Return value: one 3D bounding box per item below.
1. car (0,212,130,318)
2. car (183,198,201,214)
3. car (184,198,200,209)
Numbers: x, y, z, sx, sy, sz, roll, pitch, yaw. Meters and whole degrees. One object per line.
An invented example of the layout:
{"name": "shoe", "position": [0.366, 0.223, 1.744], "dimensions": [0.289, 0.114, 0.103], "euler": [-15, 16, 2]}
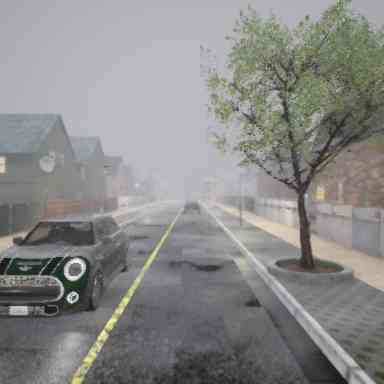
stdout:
{"name": "car", "position": [-2.825, 1.351, 7.695], "dimensions": [2.097, 1.767, 4.553], "euler": [0, 0, 0]}
{"name": "car", "position": [0.019, 1.559, 36.830], "dimensions": [2.128, 1.511, 4.902], "euler": [0, 0, 0]}
{"name": "car", "position": [0.028, 1.609, 47.768], "dimensions": [2.128, 1.511, 4.902], "euler": [0, 0, 0]}
